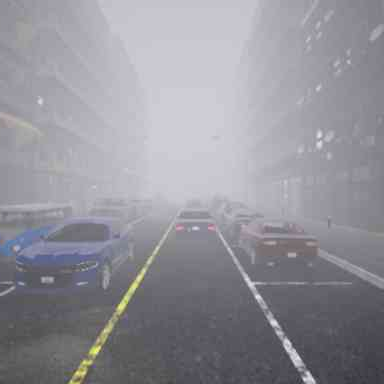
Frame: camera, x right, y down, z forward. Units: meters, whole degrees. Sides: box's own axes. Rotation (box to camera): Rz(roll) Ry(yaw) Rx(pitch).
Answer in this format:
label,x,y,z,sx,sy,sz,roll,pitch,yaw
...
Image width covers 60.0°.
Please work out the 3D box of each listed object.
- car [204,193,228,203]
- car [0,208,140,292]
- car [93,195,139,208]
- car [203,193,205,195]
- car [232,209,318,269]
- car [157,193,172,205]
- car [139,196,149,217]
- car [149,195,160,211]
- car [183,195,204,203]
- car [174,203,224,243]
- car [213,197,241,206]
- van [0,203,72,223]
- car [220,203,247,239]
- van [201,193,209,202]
label,x,y,z,sx,sy,sz,roll,pitch,yaw
car,2.665,1.189,33.008,2.192,1.841,5.009,1,0,0
car,-2.820,1.435,9.004,1.882,1.535,5.008,0,0,0
car,-5.218,1.221,22.034,2.192,1.841,5.009,1,0,0
car,2.700,1.284,44.071,1.967,1.590,4.097,1,0,0
car,2.618,1.498,10.885,1.887,1.381,4.507,1,0,0
car,-5.105,1.132,55.216,2.192,1.841,5.009,1,0,0
car,-5.199,1.202,27.563,2.192,1.841,5.009,1,0,0
car,-5.168,1.419,38.627,1.947,1.339,4.313,1,0,0
car,0.214,1.375,33.686,1.837,1.490,4.892,0,0,0
car,0.150,1.480,15.652,2.033,1.411,5.357,0,0,0
car,2.666,1.352,21.947,1.967,1.590,4.097,1,0,0
van,-5.257,1.289,10.973,1.690,1.788,3.998,1,0,0
car,2.637,1.476,16.415,1.887,1.381,4.507,1,0,0
van,2.797,1.145,71.728,1.690,1.788,3.998,1,0,0
